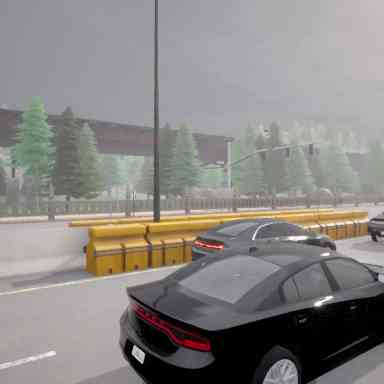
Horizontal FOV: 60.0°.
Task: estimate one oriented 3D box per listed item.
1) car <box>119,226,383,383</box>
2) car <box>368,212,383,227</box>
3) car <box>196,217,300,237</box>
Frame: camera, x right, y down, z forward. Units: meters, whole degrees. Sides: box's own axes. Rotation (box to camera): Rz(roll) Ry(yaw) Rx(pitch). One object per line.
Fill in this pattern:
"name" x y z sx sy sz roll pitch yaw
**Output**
"car" 1.474 1.478 4.798 5.008 1.535 1.882 0 0 -36
"car" 9.909 1.491 15.124 4.902 1.511 2.128 0 0 -36
"car" 2.242 1.505 9.650 4.892 1.490 1.837 0 0 -35
